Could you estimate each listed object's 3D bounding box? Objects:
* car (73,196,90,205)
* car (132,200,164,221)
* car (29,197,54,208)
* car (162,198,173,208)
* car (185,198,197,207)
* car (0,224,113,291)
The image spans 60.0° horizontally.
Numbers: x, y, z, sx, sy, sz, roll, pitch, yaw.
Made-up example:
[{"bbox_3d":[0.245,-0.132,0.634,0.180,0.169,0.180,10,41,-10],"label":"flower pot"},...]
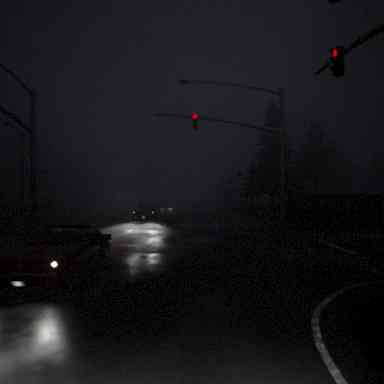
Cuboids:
[{"bbox_3d":[-17.597,1.380,53.117,1.845,1.501,3.633,0,0,0],"label":"car"},{"bbox_3d":[-3.674,1.604,27.332,1.895,1.301,4.718,0,0,0],"label":"car"},{"bbox_3d":[-20.630,1.390,45.718,1.970,1.475,3.806,0,0,0],"label":"car"},{"bbox_3d":[-3.696,1.553,48.669,2.033,1.411,5.357,0,0,0],"label":"car"},{"bbox_3d":[-0.136,1.606,51.341,1.895,1.301,4.718,0,0,0],"label":"car"},{"bbox_3d":[-3.624,1.602,9.129,1.895,1.301,4.718,0,0,0],"label":"car"}]
